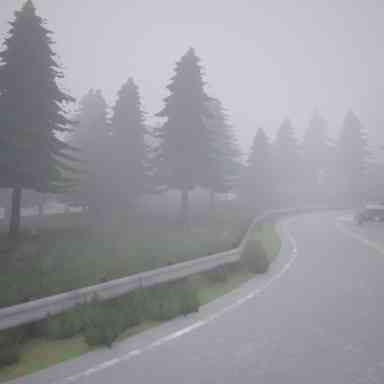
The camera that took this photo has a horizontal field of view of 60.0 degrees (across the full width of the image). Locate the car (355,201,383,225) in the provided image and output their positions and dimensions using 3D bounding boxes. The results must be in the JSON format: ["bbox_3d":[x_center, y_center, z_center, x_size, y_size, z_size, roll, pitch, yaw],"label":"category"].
[{"bbox_3d":[11.814,1.366,21.816,1.812,1.442,4.674,0,1,22],"label":"car"}]
